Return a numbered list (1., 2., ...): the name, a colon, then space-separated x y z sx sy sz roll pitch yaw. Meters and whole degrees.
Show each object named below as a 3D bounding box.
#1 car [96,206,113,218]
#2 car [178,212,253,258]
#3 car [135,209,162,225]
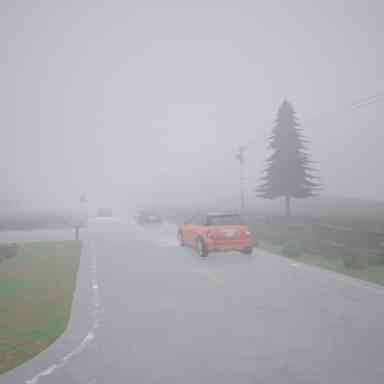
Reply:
1. car: -11.438 2.581 43.457 1.994 1.385 4.181 0 -1 -17
2. car: 0.830 1.638 14.398 2.097 1.767 4.553 0 -1 -16
3. car: -4.048 2.234 30.663 1.994 1.385 4.181 0 -1 -17
